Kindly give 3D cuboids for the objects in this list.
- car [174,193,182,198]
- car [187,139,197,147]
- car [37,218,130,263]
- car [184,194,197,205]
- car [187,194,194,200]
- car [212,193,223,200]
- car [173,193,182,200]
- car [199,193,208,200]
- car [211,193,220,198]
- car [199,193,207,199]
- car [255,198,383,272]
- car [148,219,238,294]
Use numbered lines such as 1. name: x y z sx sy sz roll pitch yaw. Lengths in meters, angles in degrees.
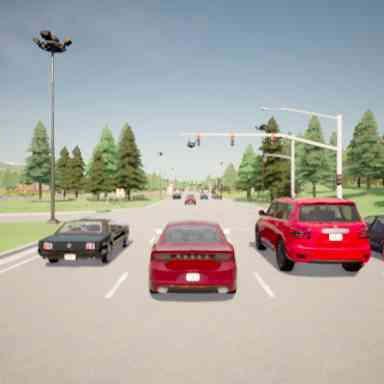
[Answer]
1. car: -3.911 0.986 94.383 1.882 1.535 5.008 0 0 0
2. car: -0.250 -12.729 88.233 2.097 1.767 4.553 18 13 -14
3. car: -3.470 1.560 11.697 1.895 1.301 4.718 0 0 0
4. car: -0.232 1.342 53.366 1.812 1.442 4.674 0 0 0
5. car: -0.366 1.181 83.979 1.882 1.535 5.008 0 0 0
6. car: 6.634 1.229 84.010 2.128 1.511 4.902 0 0 0
7. car: -3.866 1.181 83.963 1.882 1.535 5.008 0 0 0
8. car: 3.133 1.227 84.411 1.812 1.442 4.674 0 0 0
9. car: 6.589 1.048 94.429 2.033 1.411 5.357 0 0 0
10. car: 3.089 1.034 94.413 2.128 1.511 4.902 0 0 0
11. car: 3.527 1.185 10.815 2.150 2.045 5.566 0 0 0
12. car: 0.025 1.447 8.764 1.882 1.535 5.008 0 0 0
